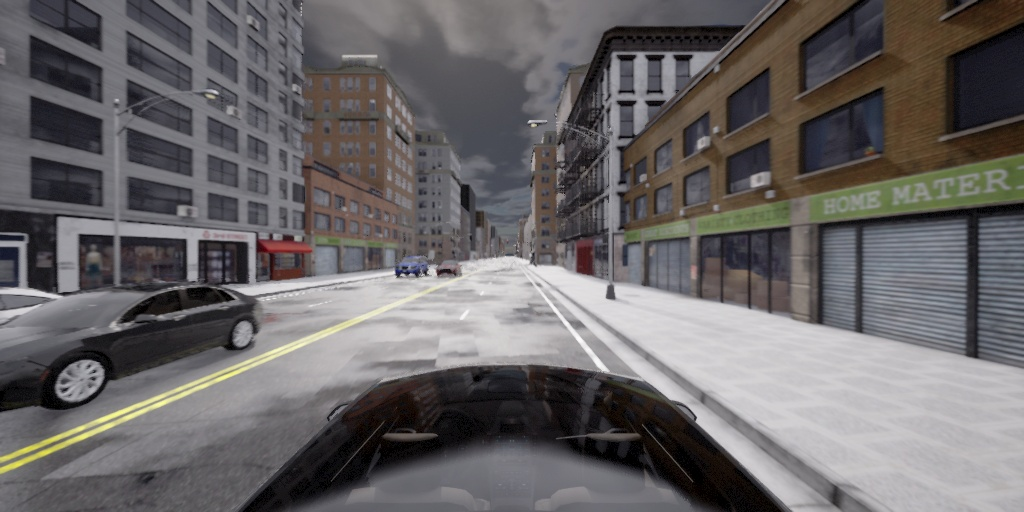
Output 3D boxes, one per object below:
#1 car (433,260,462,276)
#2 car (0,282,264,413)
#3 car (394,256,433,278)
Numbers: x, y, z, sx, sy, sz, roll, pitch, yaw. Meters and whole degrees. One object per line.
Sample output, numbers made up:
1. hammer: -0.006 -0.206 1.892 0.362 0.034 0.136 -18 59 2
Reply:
1. car: -6.602 1.180 37.754 2.097 1.767 4.553 0 0 0
2. car: -6.600 1.263 6.219 1.837 1.490 4.892 0 0 0
3. car: -9.858 1.044 35.650 2.150 2.045 5.566 0 0 0
